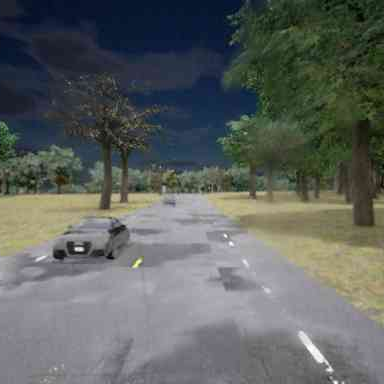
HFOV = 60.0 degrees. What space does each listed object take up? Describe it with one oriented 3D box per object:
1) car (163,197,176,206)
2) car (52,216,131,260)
[{"bbox_3d":[-3.553,1.457,52.987,2.033,1.411,5.357,0,1,1],"label":"car"},{"bbox_3d":[-3.597,1.625,12.564,1.994,1.385,4.181,0,0,0],"label":"car"}]
